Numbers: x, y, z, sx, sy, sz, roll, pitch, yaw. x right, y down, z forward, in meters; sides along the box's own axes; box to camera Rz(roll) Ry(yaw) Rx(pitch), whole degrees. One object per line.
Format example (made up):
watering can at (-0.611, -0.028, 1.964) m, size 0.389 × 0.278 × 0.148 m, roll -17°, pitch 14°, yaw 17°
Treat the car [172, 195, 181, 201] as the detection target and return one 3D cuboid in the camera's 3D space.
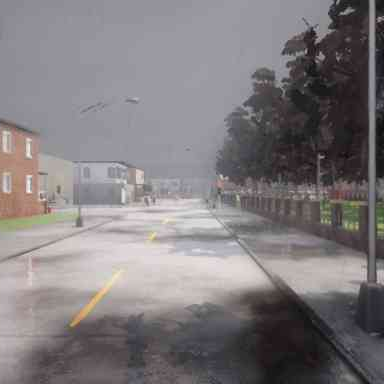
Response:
car at (-4.000, 1.560, 86.530) m, size 2.097 × 1.767 × 4.553 m, roll 0°, pitch 0°, yaw 0°
